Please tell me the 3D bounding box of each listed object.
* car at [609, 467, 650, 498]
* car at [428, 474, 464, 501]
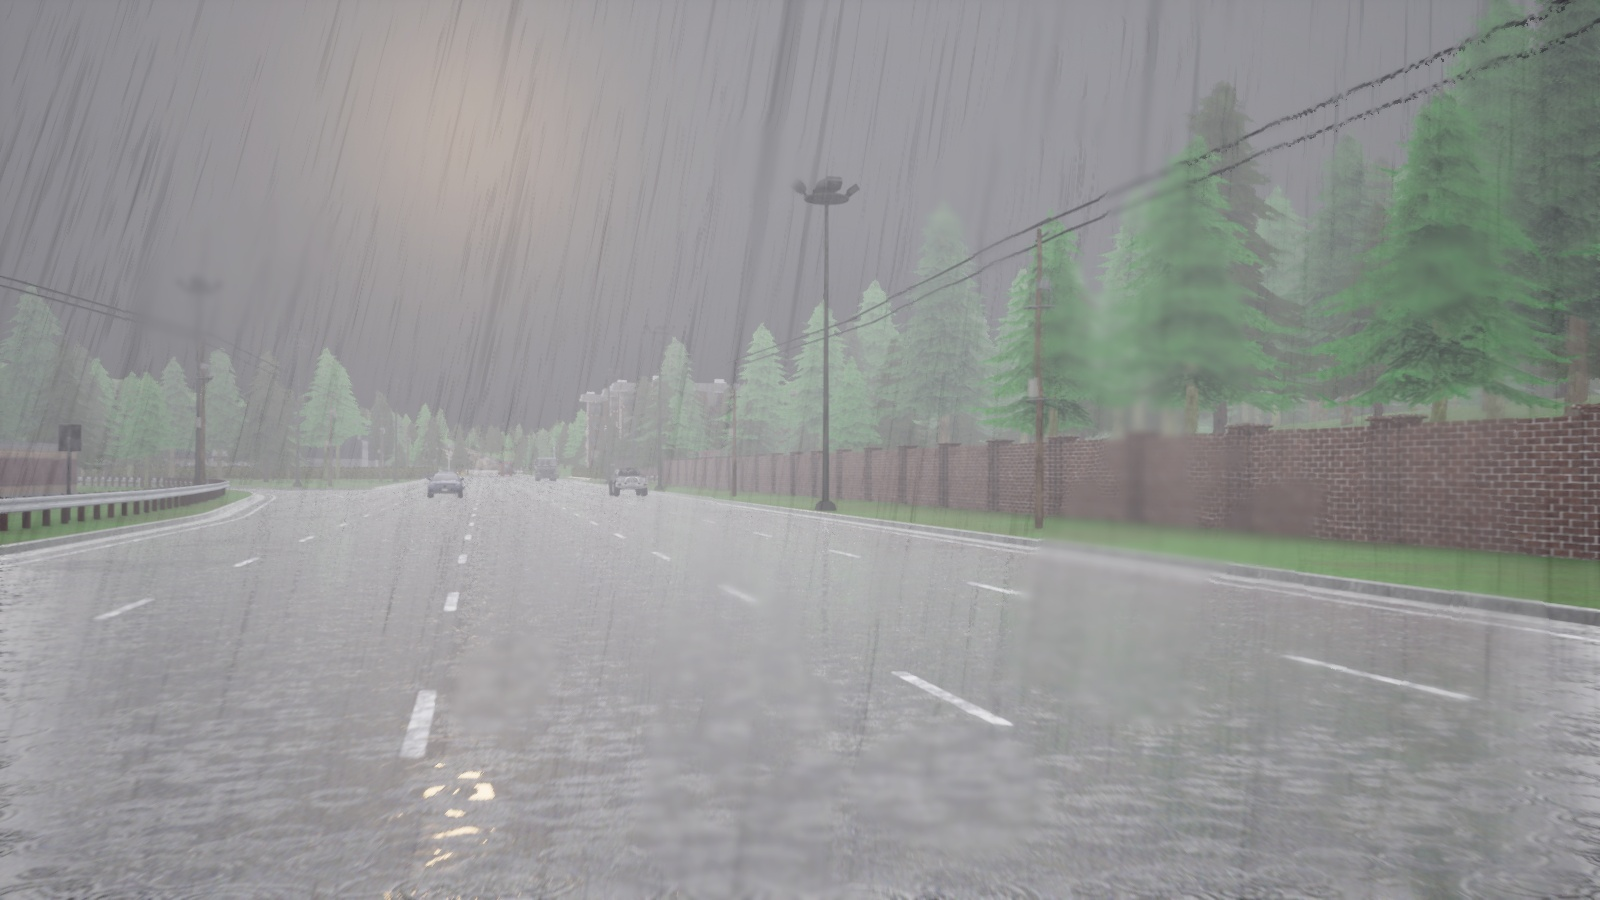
[{"bbox_3d":[-10.352,1.944,75.859,1.932,1.855,4.605,0,-1,-14],"label":"car"},{"bbox_3d":[-19.772,2.097,70.260,1.812,1.442,4.674,0,-1,-14],"label":"car"}]
